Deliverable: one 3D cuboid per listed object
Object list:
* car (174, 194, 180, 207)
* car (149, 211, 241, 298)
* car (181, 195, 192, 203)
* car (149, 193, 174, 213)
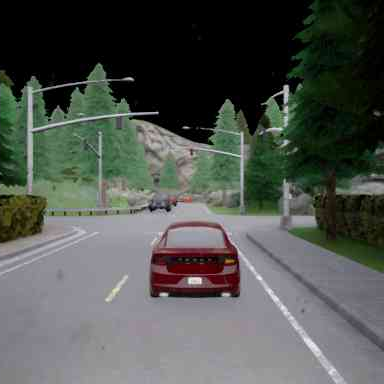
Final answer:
[{"bbox_3d":[-3.524,1.225,51.540,2.150,2.045,5.566,0,0,0],"label":"car"},{"bbox_3d":[0.074,1.478,8.578,1.882,1.535,5.008,0,0,0],"label":"car"},{"bbox_3d":[-1.660,1.352,69.486,2.097,1.767,4.553,0,0,-20],"label":"car"},{"bbox_3d":[-3.557,1.220,38.135,2.150,2.045,5.566,0,0,0],"label":"car"}]
